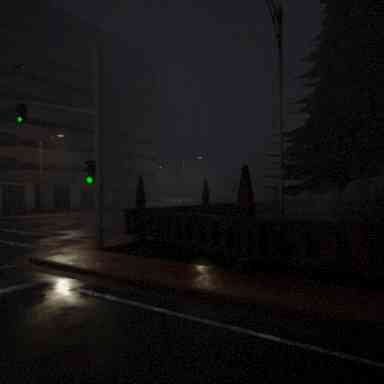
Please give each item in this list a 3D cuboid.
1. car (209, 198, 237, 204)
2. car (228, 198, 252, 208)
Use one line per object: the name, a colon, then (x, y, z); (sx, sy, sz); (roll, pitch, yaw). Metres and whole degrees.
car: (2.368, 1.605, 30.718); (1.812, 1.442, 4.674); (0, 0, 34)
car: (7.462, 1.654, 51.138); (1.994, 1.385, 4.181); (0, 0, 34)
